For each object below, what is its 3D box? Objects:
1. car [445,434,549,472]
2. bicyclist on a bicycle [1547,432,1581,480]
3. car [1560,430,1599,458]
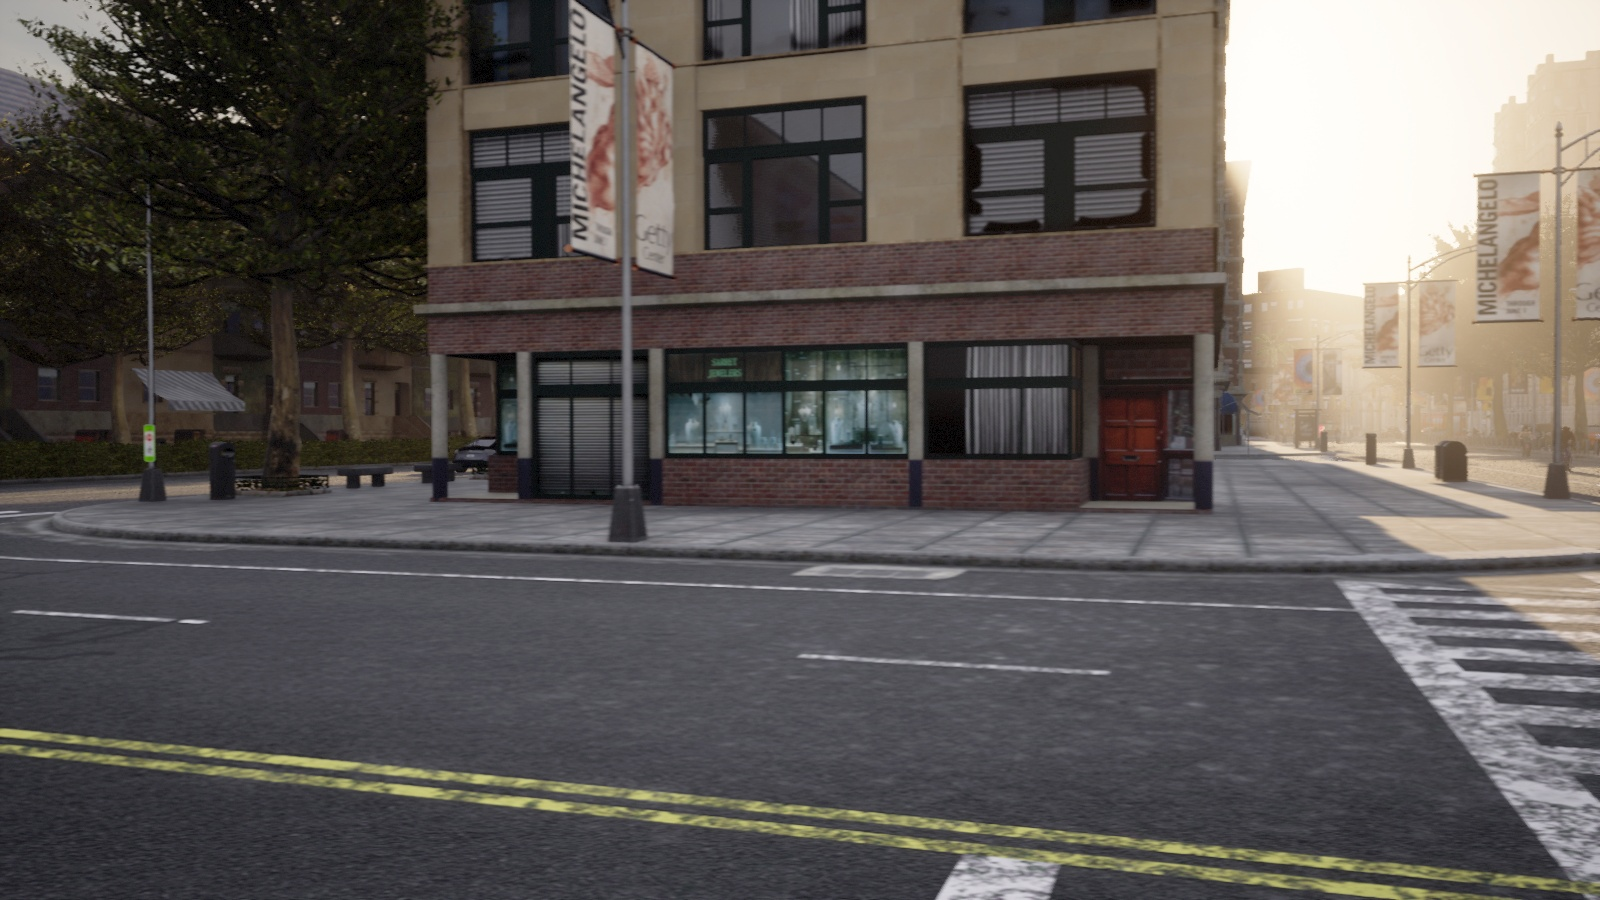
[{"bbox_3d":[-11.734,0.069,48.888,1.994,1.385,4.181,1,1,19],"label":"car"},{"bbox_3d":[26.409,0.181,43.420,0.582,1.620,1.656,0,1,17],"label":"bicyclist on a bicycle"},{"bbox_3d":[51.321,-0.437,81.793,2.097,1.767,4.553,1,1,18],"label":"car"}]
